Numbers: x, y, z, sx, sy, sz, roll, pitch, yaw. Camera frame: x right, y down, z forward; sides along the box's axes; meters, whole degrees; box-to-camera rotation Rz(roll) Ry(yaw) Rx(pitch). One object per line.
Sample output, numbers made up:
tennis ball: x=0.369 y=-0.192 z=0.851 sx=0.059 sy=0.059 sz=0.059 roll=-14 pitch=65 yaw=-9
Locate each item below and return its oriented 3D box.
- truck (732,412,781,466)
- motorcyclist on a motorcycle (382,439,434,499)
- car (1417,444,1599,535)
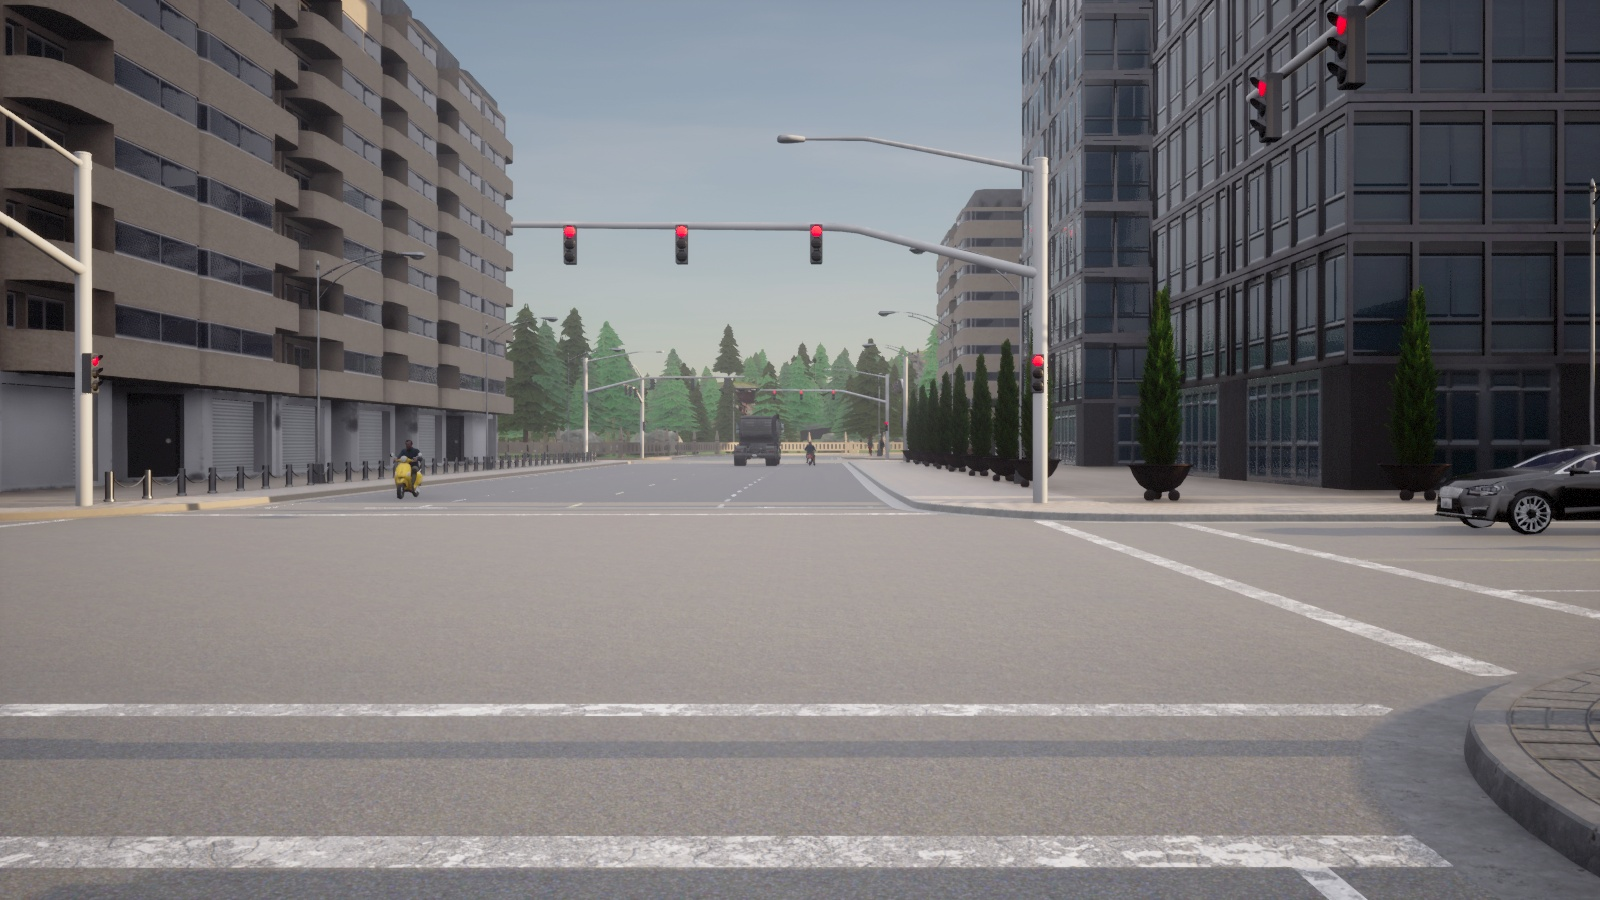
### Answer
truck: x=-2.822 y=-0.710 z=83.605 sx=2.891 sy=3.462 sz=7.936 roll=0 pitch=0 yaw=1
motorcyclist on a motorcycle: x=-10.623 y=0.499 z=34.094 sx=0.866 sy=1.590 sz=1.817 roll=0 pitch=0 yaw=0
car: x=13.678 y=0.646 z=21.788 sx=4.902 sy=1.511 sz=2.128 roll=0 pitch=0 yaw=1
